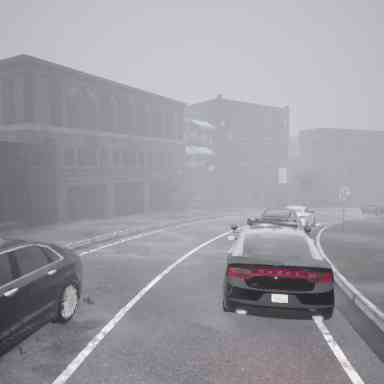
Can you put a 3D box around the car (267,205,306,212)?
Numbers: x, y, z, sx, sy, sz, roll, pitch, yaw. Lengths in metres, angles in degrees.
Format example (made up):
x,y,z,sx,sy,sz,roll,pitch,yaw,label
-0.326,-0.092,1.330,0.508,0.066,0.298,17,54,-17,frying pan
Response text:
x,y,z,sx,sy,sz,roll,pitch,yaw,label
4.437,1.543,16.613,1.837,1.490,4.892,2,0,22,car

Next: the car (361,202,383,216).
x,y,z,sx,sy,sz,roll,pitch,yaw,label
22.140,1.991,39.579,4.902,1.511,2.128,2,3,-33,car

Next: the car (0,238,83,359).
x,y,z,sx,sy,sz,roll,pitch,yaw,label
-3.148,1.477,4.380,1.837,1.490,4.892,0,0,7,car

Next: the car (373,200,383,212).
x,y,z,sx,sy,sz,roll,pitch,yaw,label
27.992,2.022,46.568,4.892,1.490,1.837,2,3,-24,car

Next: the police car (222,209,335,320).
x,y,z,sx,sy,sz,roll,pitch,yaw,label
1.817,1.432,7.637,1.930,1.638,5.238,1,0,10,police car

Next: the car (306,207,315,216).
x,y,z,sx,sy,sz,roll,pitch,yaw,label
6.860,1.607,21.756,1.812,1.442,4.674,2,1,29,car
